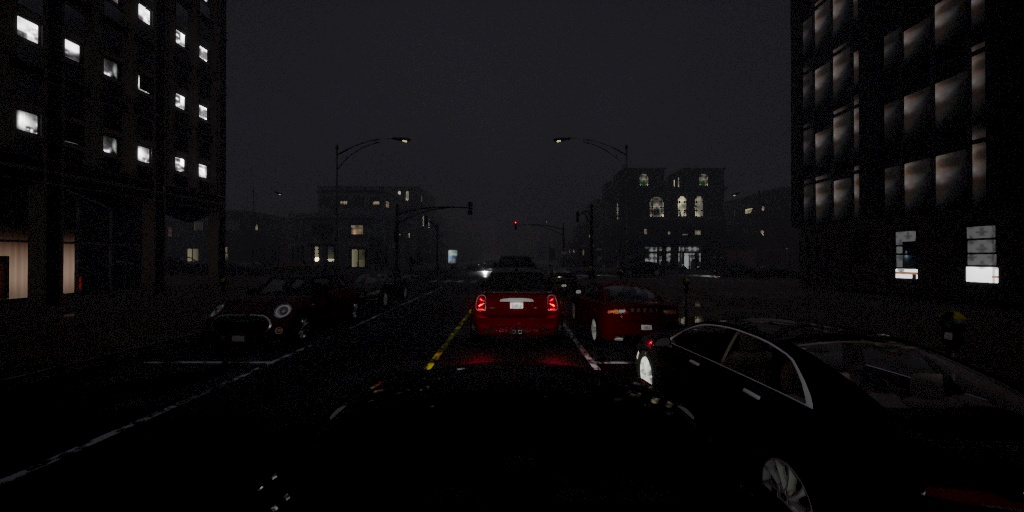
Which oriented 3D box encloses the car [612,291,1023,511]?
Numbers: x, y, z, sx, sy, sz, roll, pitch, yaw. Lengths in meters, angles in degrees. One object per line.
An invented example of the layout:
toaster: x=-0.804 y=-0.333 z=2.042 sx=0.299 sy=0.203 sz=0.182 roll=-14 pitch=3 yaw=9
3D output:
car: x=2.692 y=1.301 z=3.718 sx=2.007 sy=1.370 sz=4.403 roll=0 pitch=0 yaw=0

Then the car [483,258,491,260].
car: x=-3.036 y=1.357 z=52.057 sx=1.895 sy=1.301 sz=4.718 roll=0 pitch=0 yaw=0

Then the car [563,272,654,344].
car: x=2.696 y=1.296 z=9.409 sx=1.888 sy=1.381 sz=4.507 roll=0 pitch=0 yaw=0

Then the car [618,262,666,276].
car: x=13.813 y=1.339 z=38.372 sx=4.892 sy=1.490 sz=1.837 roll=0 pitch=0 yaw=1

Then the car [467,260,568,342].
car: x=0.105 y=1.103 z=9.957 sx=2.097 sy=1.767 sz=4.553 roll=0 pitch=0 yaw=0

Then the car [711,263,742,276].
car: x=23.659 y=1.446 z=38.213 sx=4.181 sy=1.385 sz=1.994 roll=0 pitch=0 yaw=2

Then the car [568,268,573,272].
car: x=2.704 y=1.302 z=20.794 sx=2.007 sy=1.370 sz=4.403 roll=0 pitch=0 yaw=0

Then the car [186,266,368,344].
car: x=-5.685 y=1.190 z=9.433 sx=1.967 sy=1.591 sz=4.097 roll=0 pitch=0 yaw=0

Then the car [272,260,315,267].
car: x=-25.425 y=1.197 z=41.600 sx=4.829 sy=1.417 sz=1.751 roll=0 pitch=0 yaw=1

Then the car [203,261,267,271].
car: x=-25.392 y=1.177 z=33.218 sx=4.403 sy=1.370 sz=2.007 roll=0 pitch=0 yaw=1

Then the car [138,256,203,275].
car: x=-30.928 y=0.917 z=33.307 sx=5.009 sy=1.841 sz=2.192 roll=0 pitch=0 yaw=1

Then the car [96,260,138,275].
car: x=-36.465 y=1.130 z=33.396 sx=4.403 sy=1.370 sz=2.007 roll=0 pitch=0 yaw=1

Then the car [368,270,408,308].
car: x=-5.681 y=1.302 z=15.125 sx=2.007 sy=1.370 sz=4.403 roll=0 pitch=0 yaw=0

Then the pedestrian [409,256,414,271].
pedestrian: x=-12.520 y=0.884 z=44.342 sx=0.375 sy=1.860 sz=0.375 roll=0 pitch=-1 yaw=1

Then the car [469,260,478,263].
car: x=-5.652 y=1.338 z=53.203 sx=1.802 sy=1.307 sz=4.207 roll=0 pitch=0 yaw=0

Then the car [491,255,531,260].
car: x=0.134 y=0.973 z=20.111 sx=2.150 sy=2.045 sz=5.566 roll=0 pitch=0 yaw=-1

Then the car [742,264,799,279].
car: x=23.665 y=1.433 z=32.391 sx=4.207 sy=1.307 sz=1.802 roll=0 pitch=0 yaw=1
